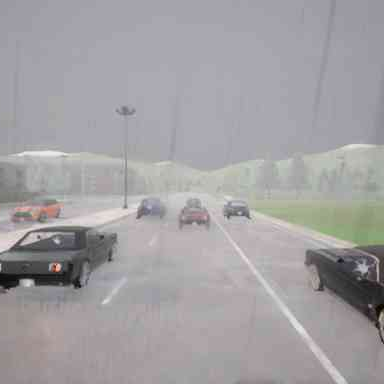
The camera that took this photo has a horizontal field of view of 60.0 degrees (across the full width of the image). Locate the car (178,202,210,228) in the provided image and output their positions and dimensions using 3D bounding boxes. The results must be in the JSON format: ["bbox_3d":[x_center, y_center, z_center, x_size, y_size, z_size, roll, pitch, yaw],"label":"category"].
[{"bbox_3d":[0.146,1.536,21.405,1.895,1.301,4.718,0,0,0],"label":"car"}]

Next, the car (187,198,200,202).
[{"bbox_3d":[0.189,1.428,39.425,2.033,1.411,5.357,0,0,0],"label":"car"}]

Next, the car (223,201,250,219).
[{"bbox_3d":[3.649,1.444,27.667,1.812,1.442,4.674,0,0,0],"label":"car"}]

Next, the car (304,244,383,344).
[{"bbox_3d":[3.616,1.584,5.911,1.895,1.301,4.718,0,0,0],"label":"car"}]

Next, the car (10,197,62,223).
[{"bbox_3d":[-11.492,1.271,24.803,2.097,1.767,4.553,0,0,1],"label":"car"}]

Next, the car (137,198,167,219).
[{"bbox_3d":[-3.337,1.264,28.411,2.097,1.767,4.553,0,0,0],"label":"car"}]

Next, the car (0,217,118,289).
[{"bbox_3d":[-3.378,1.571,9.057,1.895,1.301,4.718,0,0,0],"label":"car"}]
